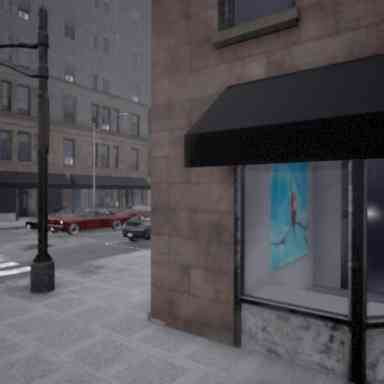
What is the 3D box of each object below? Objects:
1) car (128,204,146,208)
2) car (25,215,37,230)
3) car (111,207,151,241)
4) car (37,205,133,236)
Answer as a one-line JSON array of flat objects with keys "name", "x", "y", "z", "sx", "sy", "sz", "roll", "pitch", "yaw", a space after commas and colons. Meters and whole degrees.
[{"name": "car", "x": -4.588, "y": 1.575, "z": 25.019, "sx": 1.802, "sy": 1.307, "sz": 4.206, "roll": 0, "pitch": 0, "yaw": 35}, {"name": "car", "x": -7.878, "y": 1.556, "z": 20.387, "sx": 1.947, "sy": 1.339, "sz": 4.313, "roll": 0, "pitch": 0, "yaw": 35}, {"name": "car", "x": -1.335, "y": 1.569, "z": 15.740, "sx": 2.008, "sy": 1.369, "sz": 4.403, "roll": 0, "pitch": 0, "yaw": 35}, {"name": "car", "x": -5.880, "y": 1.599, "z": 18.819, "sx": 1.895, "sy": 1.301, "sz": 4.718, "roll": 0, "pitch": 0, "yaw": 35}]
